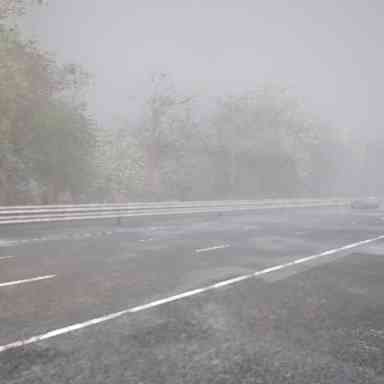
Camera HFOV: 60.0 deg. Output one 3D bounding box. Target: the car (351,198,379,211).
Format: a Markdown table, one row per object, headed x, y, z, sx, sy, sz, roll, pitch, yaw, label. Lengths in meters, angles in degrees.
| x | y | z | sx | sy | sz | roll | pitch | yaw | label |
| --- | --- | --- | --- | --- | --- | --- | --- | --- | --- |
| 20.535 | 1.458 | 39.419 | 4.902 | 1.511 | 2.128 | 0 | 0 | -44 | car |
